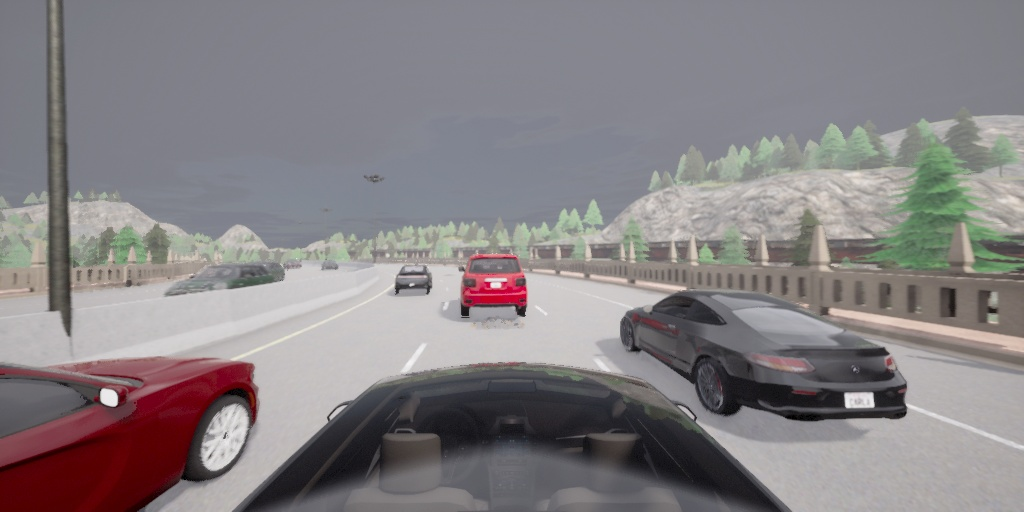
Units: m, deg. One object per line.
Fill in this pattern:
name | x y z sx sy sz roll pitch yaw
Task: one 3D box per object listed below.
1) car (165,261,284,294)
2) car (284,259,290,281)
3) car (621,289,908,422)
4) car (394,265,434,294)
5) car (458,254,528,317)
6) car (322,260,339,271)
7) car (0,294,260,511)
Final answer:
car | -11.838 1.147 14.937 2.097 1.767 4.553 0 0 -9
car | -17.692 1.181 25.276 2.097 1.767 4.553 0 0 -17
car | 3.323 1.256 5.842 1.812 1.442 4.674 0 0 -3
car | -5.500 1.246 20.373 2.128 1.511 4.902 0 0 -11
car | -0.794 0.959 13.364 2.150 2.045 5.566 0 0 -7
car | -26.725 1.384 52.699 1.837 1.490 4.892 0 0 -34
car | -3.537 1.242 1.673 1.882 1.535 5.008 0 0 0
